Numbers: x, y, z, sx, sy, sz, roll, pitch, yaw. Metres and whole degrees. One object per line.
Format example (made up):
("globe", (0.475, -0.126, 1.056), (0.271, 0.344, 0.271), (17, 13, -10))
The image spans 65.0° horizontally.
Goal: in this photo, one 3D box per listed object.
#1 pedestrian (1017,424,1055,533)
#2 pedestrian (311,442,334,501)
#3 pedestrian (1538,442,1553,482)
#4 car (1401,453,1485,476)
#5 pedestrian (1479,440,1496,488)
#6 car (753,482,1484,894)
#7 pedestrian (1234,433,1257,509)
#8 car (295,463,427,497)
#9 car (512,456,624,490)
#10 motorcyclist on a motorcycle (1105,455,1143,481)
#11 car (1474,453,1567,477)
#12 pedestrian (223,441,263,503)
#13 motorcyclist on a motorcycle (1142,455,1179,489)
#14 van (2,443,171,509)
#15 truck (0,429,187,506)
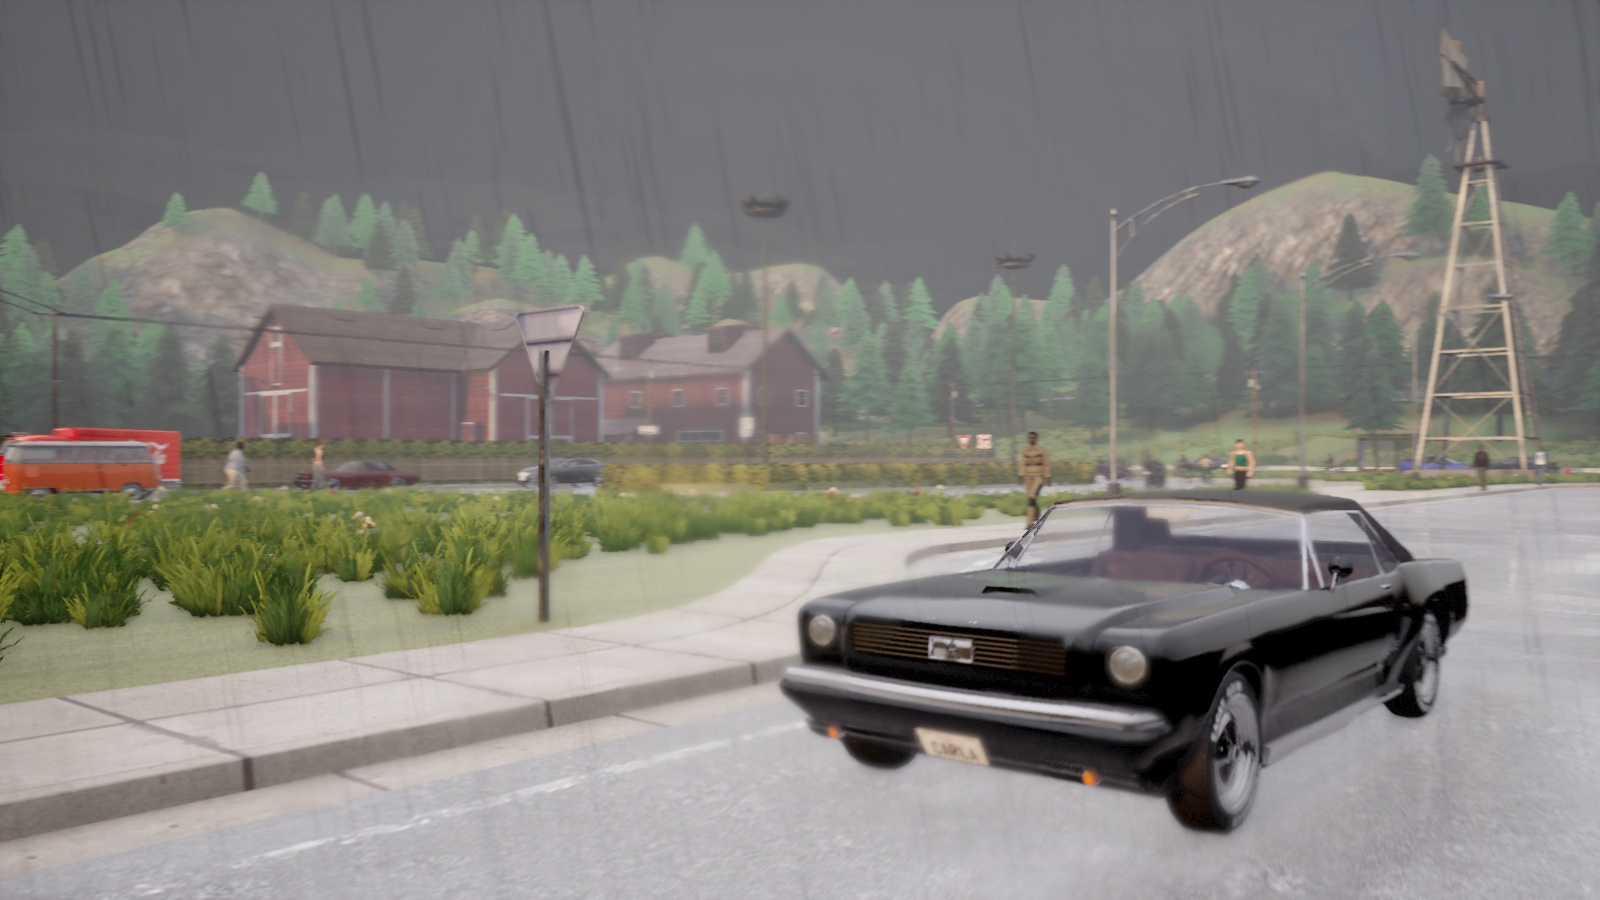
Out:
("pedestrian", (4.243, 0.500, 22.564), (0.396, 1.930, 0.692), (0, 0, 35))
("pedestrian", (-15.001, 0.668, 39.423), (0.594, 1.836, 0.345), (0, 0, -40))
("pedestrian", (34.180, 0.555, 57.547), (0.706, 1.836, 0.354), (0, 0, -38))
("car", (42.033, 0.941, 82.132), (4.514, 1.525, 2.007), (-1, 0, 41))
("pedestrian", (26.256, 0.539, 47.969), (0.431, 1.840, 0.703), (0, 0, 41))
("car", (2.042, 0.873, 6.694), (1.895, 1.301, 4.718), (0, 0, 40))
("pedestrian", (10.863, 0.514, 30.640), (0.345, 1.836, 0.594), (0, 0, 38))
("car", (-17.679, 1.183, 50.723), (1.895, 1.301, 4.718), (0, 0, 41))
("car", (-10.775, 1.051, 58.681), (2.128, 1.511, 4.902), (0, 0, 41))
("motorcyclist on a motorcycle", (19.643, 1.092, 76.149), (0.866, 1.530, 2.191), (0, 0, -39))
("car", (47.170, 0.951, 82.282), (5.008, 1.535, 1.882), (0, 0, 41))
("pedestrian", (-16.909, 0.669, 38.115), (0.900, 1.855, 0.874), (0, 0, -39))
("motorcyclist on a motorcycle", (16.919, 1.014, 58.905), (0.866, 1.530, 2.191), (0, 0, 41))
("van", (-22.669, 0.800, 39.995), (4.442, 1.987, 1.775), (0, 0, -39))
("truck", (-24.251, 0.594, 43.031), (2.627, 2.467, 5.204), (0, -1, 40))
